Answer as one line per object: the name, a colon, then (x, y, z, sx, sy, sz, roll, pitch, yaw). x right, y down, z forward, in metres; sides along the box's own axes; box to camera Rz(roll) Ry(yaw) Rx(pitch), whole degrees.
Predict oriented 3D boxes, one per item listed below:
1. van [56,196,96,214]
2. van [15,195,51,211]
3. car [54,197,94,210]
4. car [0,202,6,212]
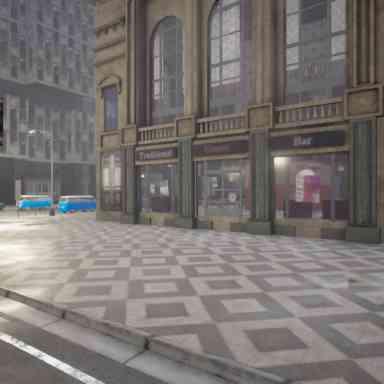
van: (-11.606, 1.279, 34.129, 1.690, 1.788, 3.998, 0, 0, 36)
van: (-18.537, 1.289, 39.092, 1.690, 1.788, 3.998, 0, 0, 36)
car: (-15.364, 1.462, 43.521, 1.752, 1.417, 4.829, 0, 0, 36)
car: (-21.809, 1.510, 34.525, 2.008, 1.369, 4.403, 0, 0, 36)
